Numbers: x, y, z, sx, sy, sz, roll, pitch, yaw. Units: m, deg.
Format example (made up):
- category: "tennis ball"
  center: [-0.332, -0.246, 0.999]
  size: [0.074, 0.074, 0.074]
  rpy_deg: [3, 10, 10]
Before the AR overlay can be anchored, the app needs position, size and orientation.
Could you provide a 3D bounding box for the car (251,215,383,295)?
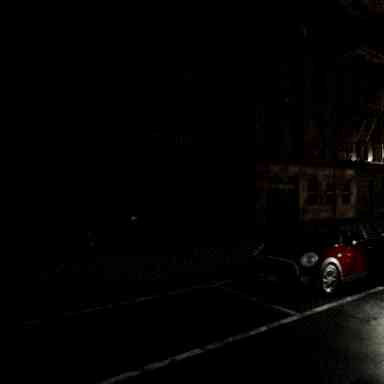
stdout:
- category: "car"
  center: [3.443, 1.443, 8.648]
  size: [4.097, 1.590, 1.967]
  rpy_deg: [0, 0, -36]
